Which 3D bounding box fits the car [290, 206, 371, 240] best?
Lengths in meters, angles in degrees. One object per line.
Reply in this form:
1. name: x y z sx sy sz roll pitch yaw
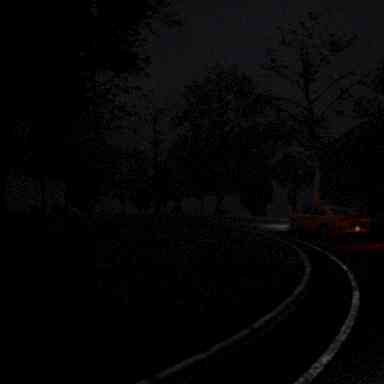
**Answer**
1. car: 6.785 1.422 16.923 1.882 1.535 5.008 0 0 -10
